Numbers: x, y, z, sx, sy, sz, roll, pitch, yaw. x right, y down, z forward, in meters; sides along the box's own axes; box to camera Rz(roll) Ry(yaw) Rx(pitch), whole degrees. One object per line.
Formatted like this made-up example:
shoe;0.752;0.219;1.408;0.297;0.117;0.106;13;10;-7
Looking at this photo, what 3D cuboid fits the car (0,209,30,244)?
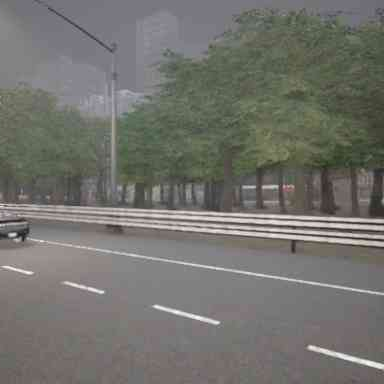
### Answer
car;-9.100;1.499;14.667;4.902;1.511;2.128;0;0;36
